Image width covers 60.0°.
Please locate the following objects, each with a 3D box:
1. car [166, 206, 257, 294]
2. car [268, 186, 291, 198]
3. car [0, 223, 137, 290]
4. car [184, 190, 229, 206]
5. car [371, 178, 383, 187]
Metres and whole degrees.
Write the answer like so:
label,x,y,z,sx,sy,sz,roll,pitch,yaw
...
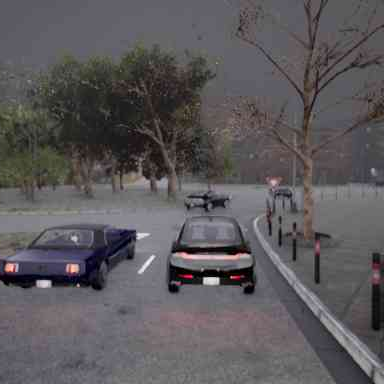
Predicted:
label,x,y,z,sx,sy,sz,roll,pitch,yaw
car,0.476,1.361,8.516,2.128,1.511,4.902,0,1,3
car,10.059,-0.088,38.581,1.895,1.301,4.718,0,4,5
car,-2.779,1.458,8.729,1.895,1.301,4.718,0,1,3
car,1.247,0.606,25.613,2.128,1.511,4.902,2,4,31
car,34.503,-1.822,59.931,2.185,1.767,4.553,-1,4,-16
